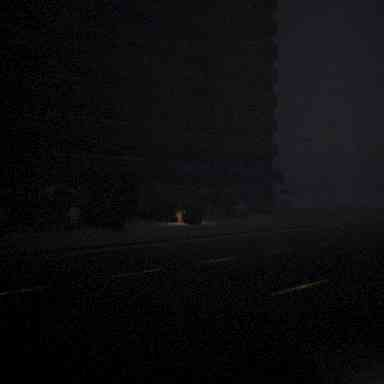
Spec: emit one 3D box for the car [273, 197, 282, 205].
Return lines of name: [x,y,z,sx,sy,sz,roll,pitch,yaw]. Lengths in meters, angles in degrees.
car: [11.514,1.326,54.951,2.150,2.045,5.566,0,0,-36]

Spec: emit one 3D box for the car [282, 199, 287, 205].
car: [14.329,1.560,57.030,1.812,1.442,4.674,0,0,-36]
